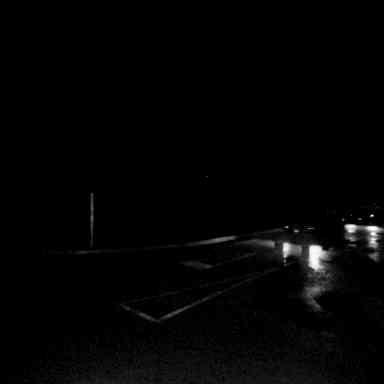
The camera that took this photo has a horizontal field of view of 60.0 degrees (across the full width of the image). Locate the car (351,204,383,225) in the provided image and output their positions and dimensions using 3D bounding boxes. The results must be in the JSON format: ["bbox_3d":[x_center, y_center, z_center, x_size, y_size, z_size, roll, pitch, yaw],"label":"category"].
[{"bbox_3d":[13.620,1.654,25.672,1.812,1.442,4.674,1,1,41],"label":"car"}]

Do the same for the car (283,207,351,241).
[{"bbox_3d":[6.476,1.601,17.402,1.837,1.490,4.892,1,0,41],"label":"car"}]
